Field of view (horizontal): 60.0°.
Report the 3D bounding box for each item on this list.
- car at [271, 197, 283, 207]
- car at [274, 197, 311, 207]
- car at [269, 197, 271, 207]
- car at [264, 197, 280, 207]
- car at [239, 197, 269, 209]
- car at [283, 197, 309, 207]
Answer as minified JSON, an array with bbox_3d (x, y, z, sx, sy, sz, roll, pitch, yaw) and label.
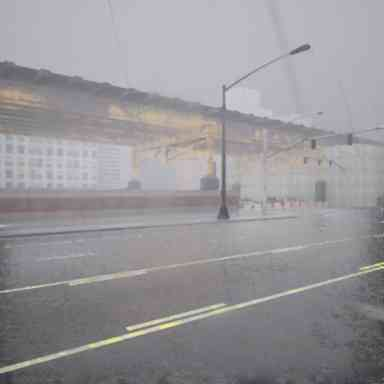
[{"bbox_3d":[11.207,1.475,46.481,2.038,1.542,4.974,0,0,18],"label":"car"},{"bbox_3d":[15.117,1.478,50.240,4.974,1.542,2.038,0,0,-7],"label":"car"},{"bbox_3d":[7.462,1.472,43.795,4.974,1.542,2.038,0,0,8],"label":"car"},{"bbox_3d":[11.223,1.318,46.530,1.853,1.218,4.536,0,0,18],"label":"car"},{"bbox_3d":[7.411,1.315,43.802,4.536,1.218,1.853,0,0,8],"label":"car"},{"bbox_3d":[15.066,1.321,50.234,4.536,1.218,1.853,0,0,-7],"label":"car"}]
